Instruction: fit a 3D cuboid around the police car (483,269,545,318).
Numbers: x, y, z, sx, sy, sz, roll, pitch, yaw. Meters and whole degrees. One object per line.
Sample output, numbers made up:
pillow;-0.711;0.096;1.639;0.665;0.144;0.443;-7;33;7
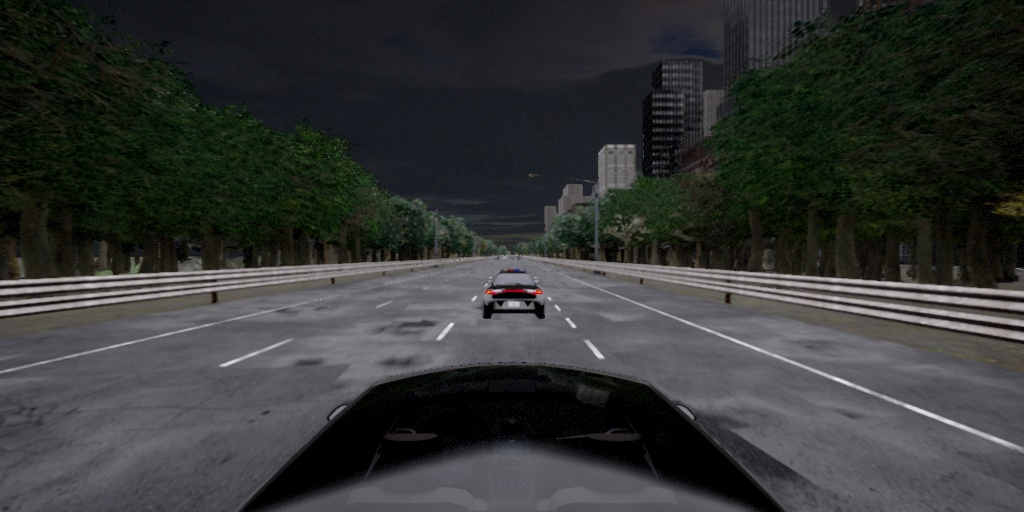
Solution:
police car;0.048;1.261;13.030;2.038;1.542;4.974;0;0;0
